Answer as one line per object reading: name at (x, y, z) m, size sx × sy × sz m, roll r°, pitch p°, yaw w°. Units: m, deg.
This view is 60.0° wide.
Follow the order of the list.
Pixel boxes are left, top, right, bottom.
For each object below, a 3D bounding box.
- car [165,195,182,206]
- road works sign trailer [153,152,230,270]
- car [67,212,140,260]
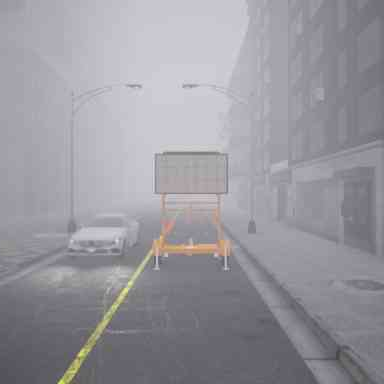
car at (-3.173, 1.614, 54.850) m, size 2.033 × 1.411 × 5.357 m, roll 0°, pitch 0°, yaw 0°
road works sign trailer at (-0.019, 0.467, 11.038) m, size 2.380 × 3.560 × 2.880 m, roll 0°, pitch 0°, yaw 0°
car at (-3.121, 1.529, 12.640) m, size 1.812 × 1.442 × 4.674 m, roll 0°, pitch 0°, yaw 0°
